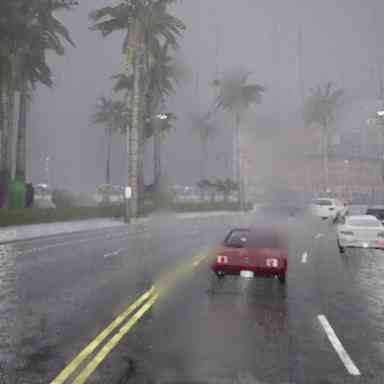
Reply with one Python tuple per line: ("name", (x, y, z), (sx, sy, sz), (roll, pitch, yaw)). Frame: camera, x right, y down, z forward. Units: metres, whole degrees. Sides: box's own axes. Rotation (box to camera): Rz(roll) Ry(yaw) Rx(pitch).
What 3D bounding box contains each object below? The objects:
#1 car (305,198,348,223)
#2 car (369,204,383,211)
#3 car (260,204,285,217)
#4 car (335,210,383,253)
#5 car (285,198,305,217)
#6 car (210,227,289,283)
("car", (12.227, 1.596, 29.553), (2.150, 2.045, 5.566), (0, -1, 37))
("car", (17.288, 1.876, 30.162), (1.882, 1.535, 5.008), (-1, -1, 40))
("car", (9.583, 2.057, 37.621), (1.895, 1.301, 4.718), (0, -1, 42))
("car", (7.239, 1.712, 14.227), (1.812, 1.442, 4.674), (0, -1, 23))
("car", (12.500, 1.665, 35.656), (2.150, 2.045, 5.566), (0, -1, 42))
("car", (1.977, 1.723, 10.173), (1.895, 1.301, 4.718), (0, -1, 17))
